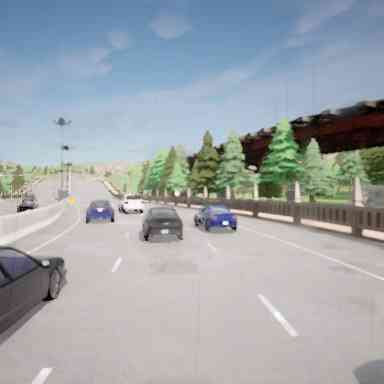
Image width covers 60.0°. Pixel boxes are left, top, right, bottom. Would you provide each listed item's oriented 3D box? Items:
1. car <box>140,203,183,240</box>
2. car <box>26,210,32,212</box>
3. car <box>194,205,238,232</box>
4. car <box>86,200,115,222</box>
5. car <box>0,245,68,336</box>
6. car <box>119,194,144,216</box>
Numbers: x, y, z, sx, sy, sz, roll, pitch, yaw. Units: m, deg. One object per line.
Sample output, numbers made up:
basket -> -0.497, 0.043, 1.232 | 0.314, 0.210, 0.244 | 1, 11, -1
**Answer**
car -> -1.598, 1.514, 17.114 | 1.837, 1.490, 4.892 | 0, 0, -10
car -> -18.380, 1.689, 37.562 | 1.895, 1.301, 4.718 | 0, 0, -19
car -> 1.371, 1.522, 20.234 | 1.812, 1.442, 4.674 | 0, 0, -11
car -> -7.350, 1.389, 26.703 | 2.097, 1.767, 4.553 | 0, 0, -15
car -> -3.652, 1.565, 5.245 | 2.033, 1.411, 5.357 | 0, 0, -4
car -> -6.713, 1.256, 36.480 | 2.150, 2.045, 5.566 | 0, 0, -19
